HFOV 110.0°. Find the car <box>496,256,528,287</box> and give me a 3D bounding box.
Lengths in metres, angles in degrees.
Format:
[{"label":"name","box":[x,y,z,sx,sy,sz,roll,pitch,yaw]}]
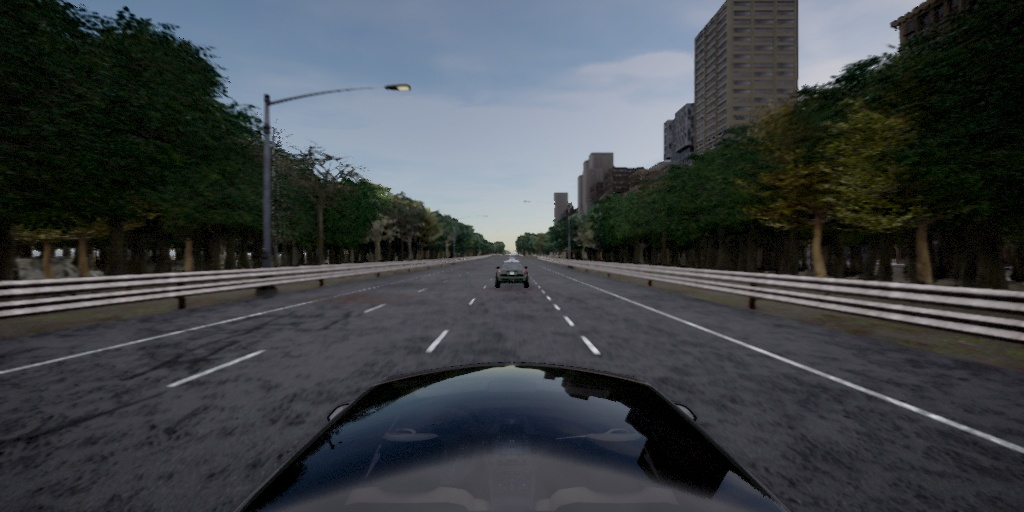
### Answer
[{"label":"car","box":[0.002,1.100,24.679,2.097,1.767,4.553,0,0,0]}]
